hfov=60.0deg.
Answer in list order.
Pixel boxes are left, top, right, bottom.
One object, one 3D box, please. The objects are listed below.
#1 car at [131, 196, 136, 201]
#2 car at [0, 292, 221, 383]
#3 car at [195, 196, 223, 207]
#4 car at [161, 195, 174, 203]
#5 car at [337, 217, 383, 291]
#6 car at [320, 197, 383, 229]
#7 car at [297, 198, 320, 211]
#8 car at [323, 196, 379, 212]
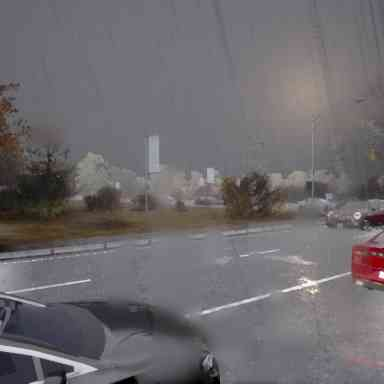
[{"bbox_3d":[-9.596,1.349,63.114,2.033,1.411,5.357,-1,0,-38],"label":"car"},{"bbox_3d":[-1.961,1.492,2.332,4.902,1.511,2.128,0,0,-35],"label":"car"},{"bbox_3d":[2.372,1.318,48.031,1.812,1.442,4.674,-1,0,-39],"label":"car"},{"bbox_3d":[-5.342,1.295,63.361,1.812,1.442,4.674,-1,0,-38],"label":"car"},{"bbox_3d":[5.757,1.445,7.845,5.008,1.535,1.882,0,0,-35],"label":"car"},{"bbox_3d":[9.922,1.235,19.567,4.553,1.767,2.097,-1,0,-36],"label":"car"},{"bbox_3d":[13.166,1.310,34.550,1.812,1.442,4.674,-1,0,-39],"label":"car"},{"bbox_3d":[16.874,1.245,35.521,2.128,1.511,4.902,-1,0,-39],"label":"car"}]
